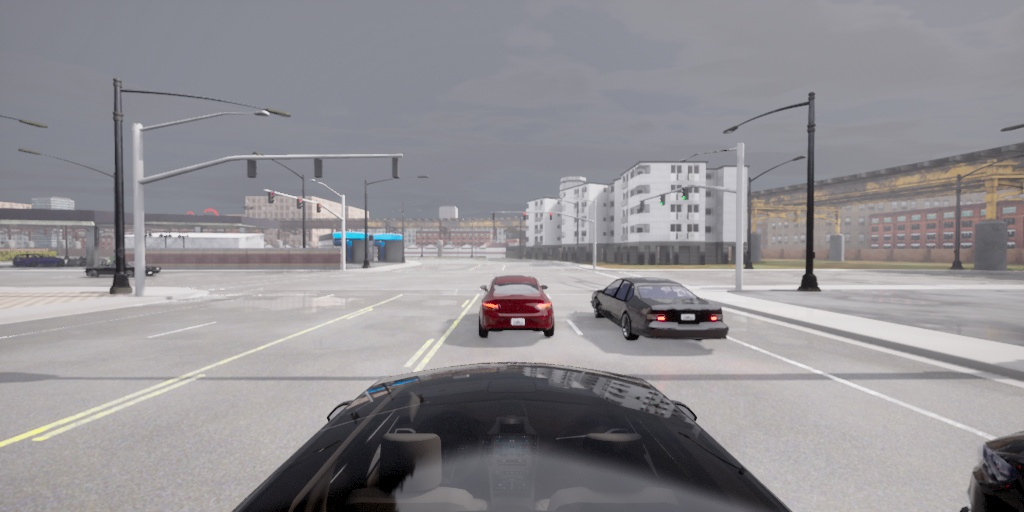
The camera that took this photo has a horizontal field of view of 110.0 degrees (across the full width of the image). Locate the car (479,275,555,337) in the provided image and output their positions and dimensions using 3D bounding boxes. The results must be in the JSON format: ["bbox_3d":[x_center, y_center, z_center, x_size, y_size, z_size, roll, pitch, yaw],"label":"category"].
[{"bbox_3d":[0.071,1.259,10.102,1.812,1.442,4.674,0,0,-1],"label":"car"}]

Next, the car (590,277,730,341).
[{"bbox_3d":[3.582,1.285,9.817,2.033,1.411,5.357,0,0,0],"label":"car"}]

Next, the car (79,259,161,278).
[{"bbox_3d":[-32.876,1.144,30.314,4.718,1.301,1.895,0,1,-1],"label":"car"}]
